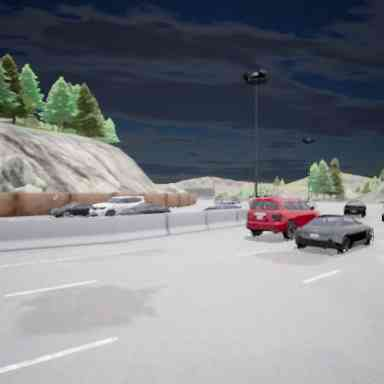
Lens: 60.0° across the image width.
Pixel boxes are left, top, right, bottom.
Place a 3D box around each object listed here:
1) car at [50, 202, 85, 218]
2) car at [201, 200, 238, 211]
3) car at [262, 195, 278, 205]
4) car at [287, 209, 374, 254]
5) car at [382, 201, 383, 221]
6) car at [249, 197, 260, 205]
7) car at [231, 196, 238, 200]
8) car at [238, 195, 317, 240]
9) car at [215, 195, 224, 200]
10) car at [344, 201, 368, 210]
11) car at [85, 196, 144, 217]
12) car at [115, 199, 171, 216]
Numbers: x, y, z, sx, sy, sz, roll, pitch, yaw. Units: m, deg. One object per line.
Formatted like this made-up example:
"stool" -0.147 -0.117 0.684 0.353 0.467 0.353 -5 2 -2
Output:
"car" -10.966 1.705 31.814 1.837 1.490 4.892 0 0 44
"car" 2.921 1.742 31.957 2.033 1.411 5.357 0 0 36
"car" 16.307 1.617 69.637 2.150 2.045 5.566 0 0 2
"car" 6.142 1.649 14.181 4.181 1.385 1.994 0 0 -44
"car" 17.779 1.390 28.777 2.150 2.045 5.566 0 0 32
"car" 12.592 1.840 67.030 1.882 1.535 5.008 0 0 6
"car" 9.261 1.850 69.333 1.837 1.490 4.892 0 0 6
"car" 5.145 1.331 18.063 2.150 2.045 5.566 0 0 44
"car" 5.760 1.892 69.380 2.128 1.511 4.902 0 0 6
"car" 16.547 1.676 33.635 1.882 1.535 5.008 0 0 30
"car" -6.716 1.416 31.162 2.150 2.045 5.566 0 0 42
"car" -3.970 1.685 29.071 1.837 1.490 4.892 0 0 41
